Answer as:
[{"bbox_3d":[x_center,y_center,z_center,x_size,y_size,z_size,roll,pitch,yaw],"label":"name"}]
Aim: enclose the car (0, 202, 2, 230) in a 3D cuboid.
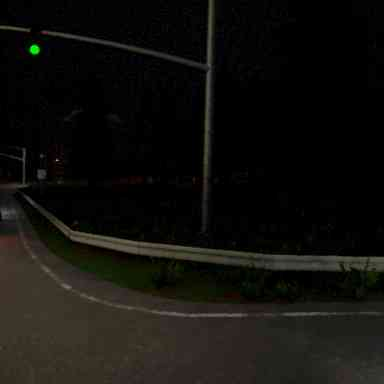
[{"bbox_3d":[-8.963,0.803,13.779,1.895,1.301,4.718,0,2,-30],"label":"car"}]
